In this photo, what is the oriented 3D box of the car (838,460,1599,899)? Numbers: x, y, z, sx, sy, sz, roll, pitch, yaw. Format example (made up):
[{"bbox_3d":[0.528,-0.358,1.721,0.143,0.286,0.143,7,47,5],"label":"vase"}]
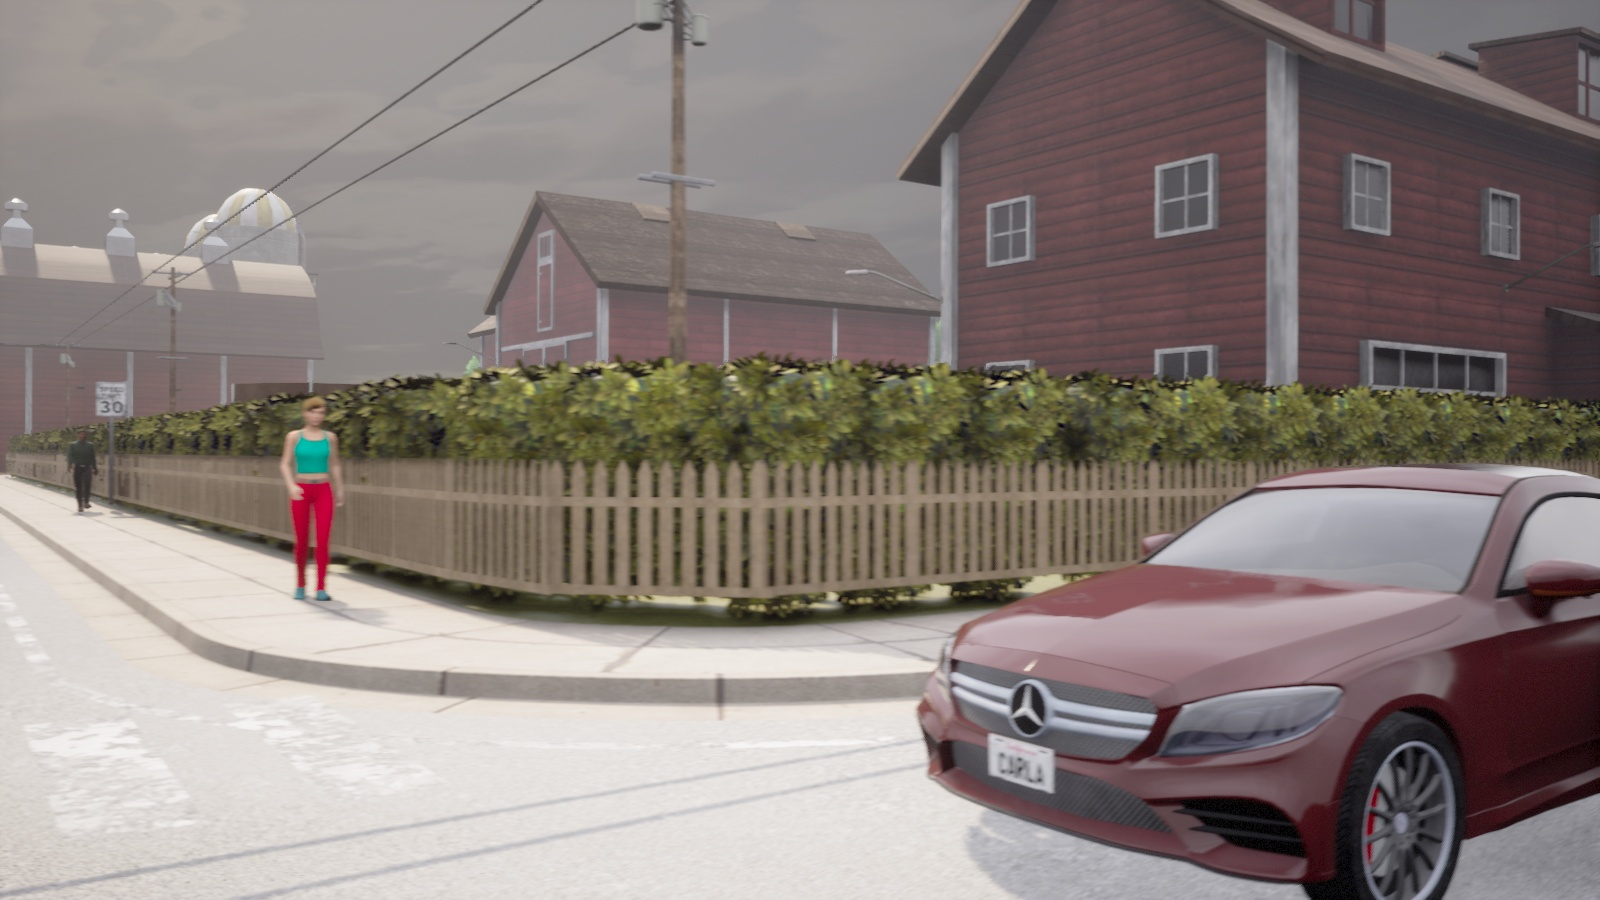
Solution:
[{"bbox_3d":[2.583,0.778,5.457,4.674,1.442,1.812,0,0,-35],"label":"car"}]

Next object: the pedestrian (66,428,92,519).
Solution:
[{"bbox_3d":[-15.622,0.500,27.207,0.423,1.949,0.788,0,0,-35],"label":"pedestrian"}]

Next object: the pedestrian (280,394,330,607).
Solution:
[{"bbox_3d":[-4.410,0.437,11.181,0.345,1.836,0.594,0,0,-28],"label":"pedestrian"}]
